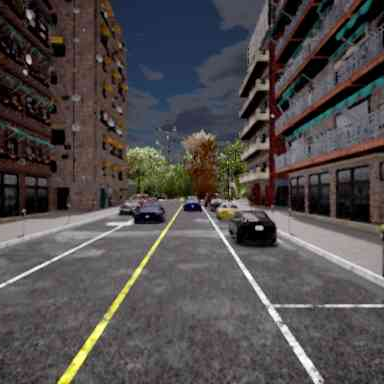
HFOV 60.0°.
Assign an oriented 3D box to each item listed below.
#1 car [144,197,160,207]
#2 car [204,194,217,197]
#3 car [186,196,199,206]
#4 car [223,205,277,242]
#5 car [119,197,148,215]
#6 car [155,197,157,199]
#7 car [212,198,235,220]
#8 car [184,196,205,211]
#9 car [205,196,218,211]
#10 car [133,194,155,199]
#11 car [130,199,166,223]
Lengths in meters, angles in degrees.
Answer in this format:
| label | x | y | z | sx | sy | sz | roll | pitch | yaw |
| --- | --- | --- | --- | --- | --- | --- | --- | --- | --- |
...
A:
| label | x | y | z | sx | sy | sz | roll | pitch | yaw |
| --- | --- | --- | --- | --- | --- | --- | --- | --- | --- |
| car | -5.822 | 1.412 | 48.528 | 1.802 | 1.307 | 4.206 | 1 | 0 | 0 |
| car | 2.828 | 1.145 | 48.495 | 2.192 | 1.841 | 5.009 | 1 | 0 | 0 |
| car | 0.105 | 1.344 | 51.988 | 1.812 | 1.442 | 4.674 | 0 | 0 | 1 |
| car | 2.767 | 1.509 | 15.730 | 1.947 | 1.339 | 4.313 | 1 | 0 | 0 |
| car | -5.818 | 1.438 | 31.824 | 2.008 | 1.369 | 4.403 | 1 | 0 | 0 |
| car | -5.821 | 1.415 | 42.960 | 1.947 | 1.339 | 4.313 | 1 | 0 | 0 |
| car | 2.831 | 1.431 | 26.394 | 1.752 | 1.417 | 4.829 | 1 | 0 | 0 |
| car | 0.089 | 1.431 | 37.714 | 1.994 | 1.385 | 4.181 | 0 | 0 | 0 |
| car | 2.828 | 1.419 | 37.361 | 2.008 | 1.369 | 4.403 | 1 | 0 | 0 |
| car | -5.816 | 1.183 | 37.391 | 2.192 | 1.841 | 5.009 | 1 | 0 | 0 |
| car | -3.017 | 1.477 | 24.478 | 1.994 | 1.385 | 4.181 | 0 | 0 | 0 |
